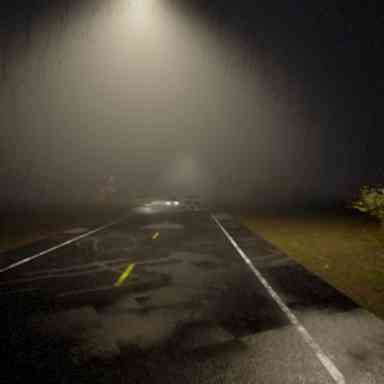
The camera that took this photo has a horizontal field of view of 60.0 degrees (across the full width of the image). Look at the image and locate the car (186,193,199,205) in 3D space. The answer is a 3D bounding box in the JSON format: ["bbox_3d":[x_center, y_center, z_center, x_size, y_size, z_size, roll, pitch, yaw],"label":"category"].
[{"bbox_3d":[0.090,1.190,50.192,1.895,1.301,4.718,0,0,0],"label":"car"}]

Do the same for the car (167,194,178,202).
[{"bbox_3d":[-3.540,1.107,60.545,1.895,1.301,4.718,0,0,1],"label":"car"}]

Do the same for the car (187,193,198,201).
[{"bbox_3d":[0.087,0.934,68.349,2.128,1.511,4.902,0,0,0],"label":"car"}]
